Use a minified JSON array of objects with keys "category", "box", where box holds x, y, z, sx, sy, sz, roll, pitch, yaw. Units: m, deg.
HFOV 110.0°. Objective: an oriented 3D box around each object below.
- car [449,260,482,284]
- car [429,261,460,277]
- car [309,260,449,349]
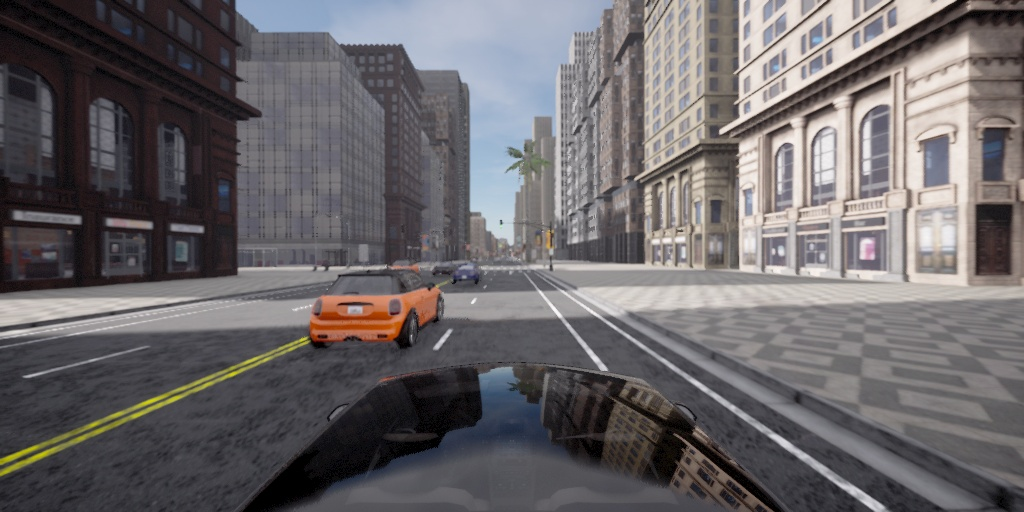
[{"category":"car","box":[-3.270,1.266,26.803,1.812,1.442,4.674,0,0,0]},{"category":"car","box":[-6.720,1.298,36.337,2.033,1.411,5.357,0,0,0]},{"category":"car","box":[-3.178,1.107,9.370,2.097,1.767,4.553,0,0,0]}]
